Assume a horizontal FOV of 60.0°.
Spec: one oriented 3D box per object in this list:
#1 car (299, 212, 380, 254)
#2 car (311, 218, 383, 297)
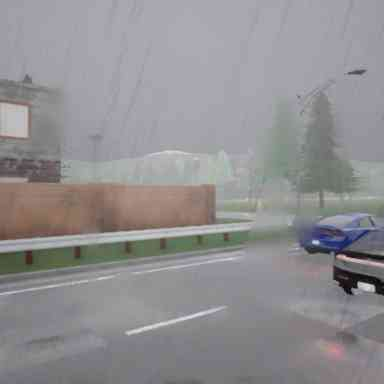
[{"bbox_3d":[6.082,1.495,12.384,5.008,1.535,1.882,0,0,-36],"label":"car"},{"bbox_3d":[5.111,1.504,7.393,4.902,1.511,2.128,0,0,-35],"label":"car"}]
